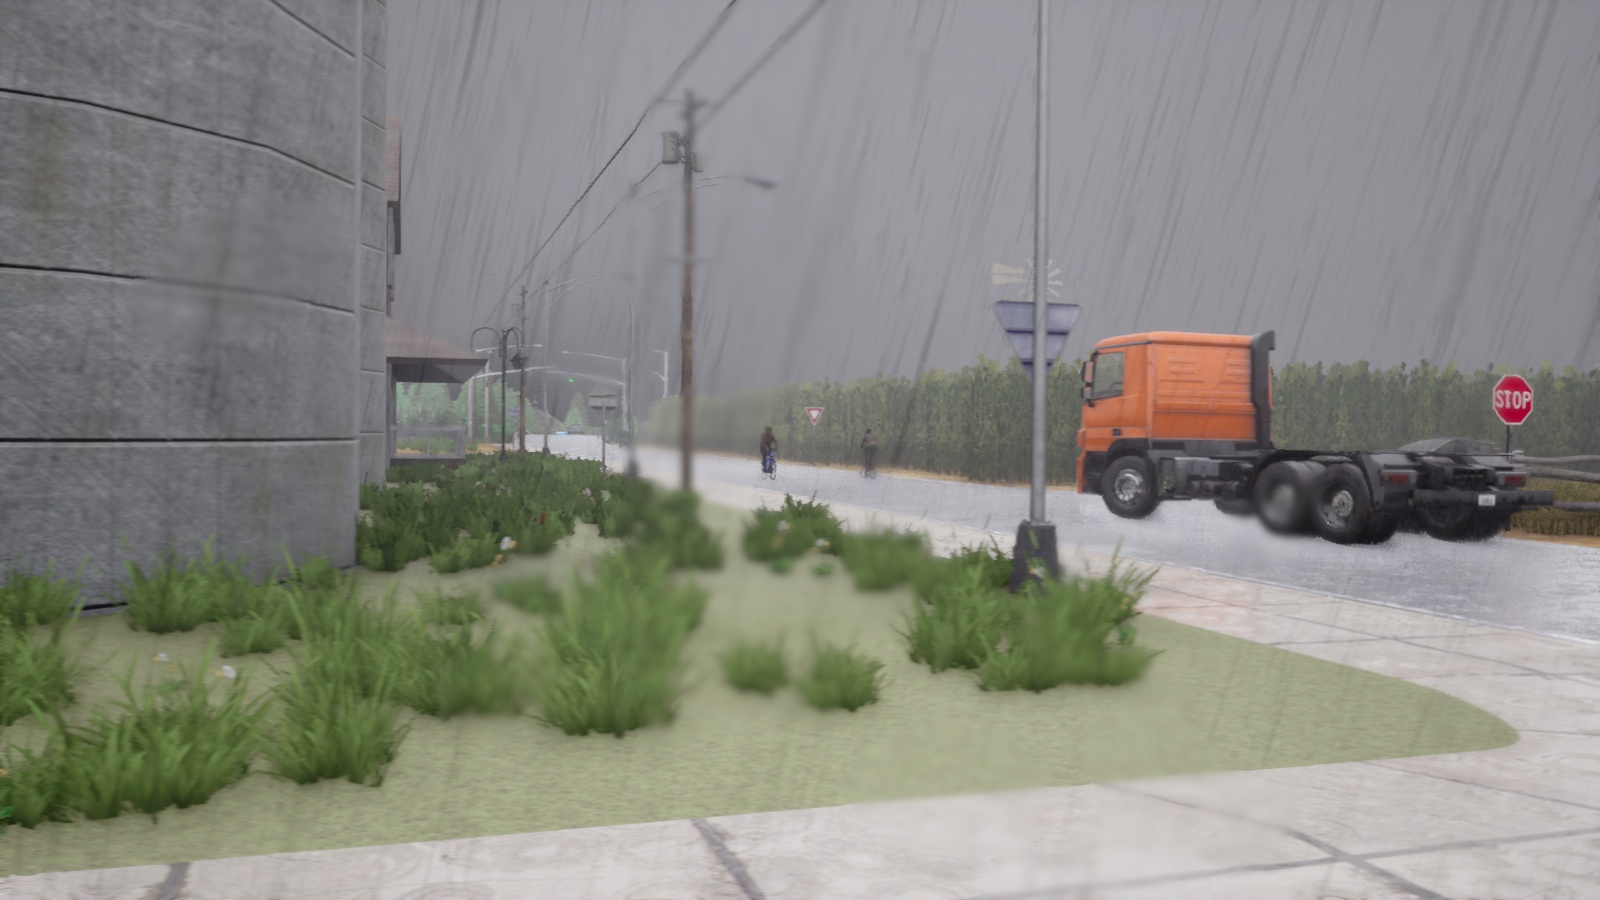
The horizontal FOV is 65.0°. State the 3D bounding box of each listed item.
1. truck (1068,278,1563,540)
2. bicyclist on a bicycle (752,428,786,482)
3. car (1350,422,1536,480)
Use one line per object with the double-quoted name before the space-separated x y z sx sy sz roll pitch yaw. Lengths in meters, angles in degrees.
"truck" 7.905 -0.596 20.787 2.891 3.462 7.936 -1 1 -21
"bicyclist on a bicycle" -0.962 0.156 38.565 0.582 1.620 1.656 -1 -1 -17
"car" 17.957 -0.003 35.114 4.514 1.525 2.007 -1 1 -17
